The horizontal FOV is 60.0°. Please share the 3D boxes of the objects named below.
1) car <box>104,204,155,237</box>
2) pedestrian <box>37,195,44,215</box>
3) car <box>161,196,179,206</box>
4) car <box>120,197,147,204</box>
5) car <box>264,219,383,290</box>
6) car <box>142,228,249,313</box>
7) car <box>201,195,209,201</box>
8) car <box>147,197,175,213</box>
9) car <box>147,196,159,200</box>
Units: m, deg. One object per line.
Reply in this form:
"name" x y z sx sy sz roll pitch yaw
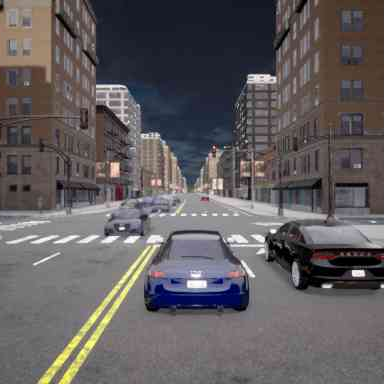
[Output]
"car" -3.362 1.560 18.009 1.994 1.385 4.181 0 0 0
"pedestrian" -14.166 1.170 31.071 0.375 1.860 0.375 0 0 0
"car" -3.383 1.522 51.256 1.812 1.442 4.674 0 0 0
"car" -6.627 1.491 36.235 2.128 1.511 4.902 0 0 0
"car" 3.331 1.478 9.137 1.882 1.535 5.008 0 0 0
"car" 0.082 1.564 7.759 1.994 1.385 4.181 0 0 0
"car" 3.187 1.464 80.561 1.882 1.535 5.008 0 0 0
"car" -3.379 1.547 37.195 2.033 1.411 5.357 0 0 0
"car" -6.634 1.473 51.142 1.882 1.535 5.008 0 0 0
